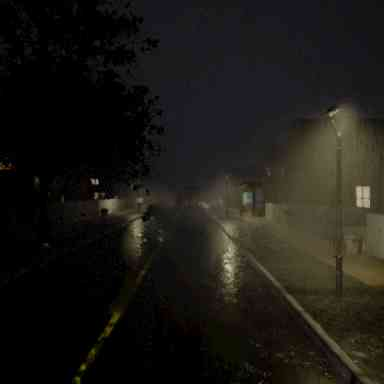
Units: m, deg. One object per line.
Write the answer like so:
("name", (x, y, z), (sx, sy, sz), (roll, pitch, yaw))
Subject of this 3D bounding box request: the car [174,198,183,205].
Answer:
("car", (-2.749, 1.886, 67.274), (2.033, 1.411, 5.357), (0, -1, 0))

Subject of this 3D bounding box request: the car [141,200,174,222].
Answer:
("car", (-2.850, 1.620, 27.009), (2.033, 1.411, 5.357), (0, 0, 0))

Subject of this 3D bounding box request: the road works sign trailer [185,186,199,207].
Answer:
("road works sign trailer", (-0.003, 0.743, 58.750), (2.380, 3.560, 2.880), (0, 0, 1))
